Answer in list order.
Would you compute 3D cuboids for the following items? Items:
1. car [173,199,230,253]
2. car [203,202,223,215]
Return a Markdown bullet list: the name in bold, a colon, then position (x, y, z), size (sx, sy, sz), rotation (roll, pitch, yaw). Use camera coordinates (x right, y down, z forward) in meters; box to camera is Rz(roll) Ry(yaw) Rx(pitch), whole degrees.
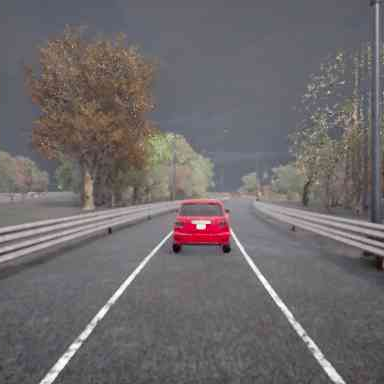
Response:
- **car**: position (0.452, 1.321, 14.406), size (2.150, 2.045, 5.566), rotation (0, 0, 3)
- **car**: position (2.443, 1.824, 37.835), size (1.994, 1.385, 4.181), rotation (0, 0, 7)
